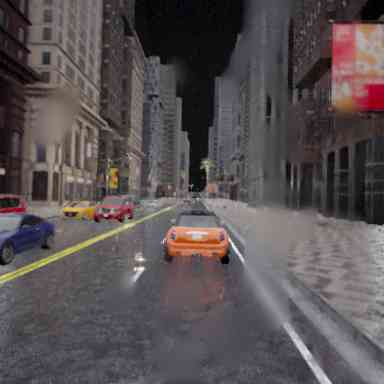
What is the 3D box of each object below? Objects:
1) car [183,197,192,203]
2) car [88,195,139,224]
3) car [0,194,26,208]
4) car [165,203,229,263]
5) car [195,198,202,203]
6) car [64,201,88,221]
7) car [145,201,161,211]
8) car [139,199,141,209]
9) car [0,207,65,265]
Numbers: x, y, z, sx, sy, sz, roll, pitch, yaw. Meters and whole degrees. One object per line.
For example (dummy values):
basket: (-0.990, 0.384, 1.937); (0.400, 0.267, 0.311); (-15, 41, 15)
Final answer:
car: (-1.375, 2.394, 90.493); (1.895, 1.301, 4.718); (1, 0, 1)
car: (-6.061, 1.321, 26.439); (2.150, 2.045, 5.566); (1, 0, 2)
car: (-9.580, 1.120, 14.984); (2.150, 2.045, 5.566); (1, -1, 1)
car: (0.216, 1.480, 12.717); (2.097, 1.767, 4.553); (1, -1, 1)
car: (1.866, 2.404, 89.976); (2.128, 1.511, 4.902); (1, 0, 1)
car: (-9.276, 1.511, 28.037); (1.882, 1.535, 5.008); (1, -1, 2)
car: (-5.545, 1.925, 47.500); (1.895, 1.301, 4.718); (1, -1, 1)
car: (-8.783, 1.451, 47.575); (2.150, 2.045, 5.566); (1, -1, 1)
car: (-6.398, 1.474, 11.619); (1.812, 1.442, 4.674); (1, 0, 1)
